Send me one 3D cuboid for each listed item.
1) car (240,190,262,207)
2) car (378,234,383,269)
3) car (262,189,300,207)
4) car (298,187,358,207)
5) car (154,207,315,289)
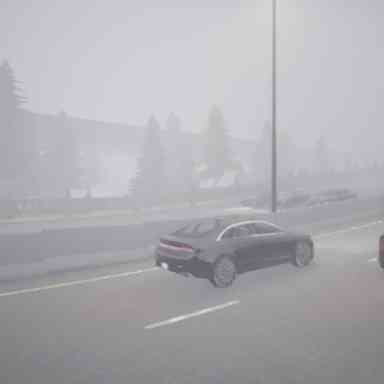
[{"bbox_3d":[6.303,0.543,30.099,4.181,1.385,1.994,-6,4,-36],"label":"car"},{"bbox_3d":[6.802,1.233,8.654,5.008,1.535,1.882,-3,2,-36],"label":"car"},{"bbox_3d":[8.256,0.506,27.193,4.674,1.442,1.812,-6,4,-36],"label":"car"},{"bbox_3d":[10.268,0.481,24.328,4.892,1.490,1.837,-7,4,-36],"label":"car"},{"bbox_3d":[1.343,1.410,9.046,4.902,1.511,2.128,-2,1,-36],"label":"car"}]
